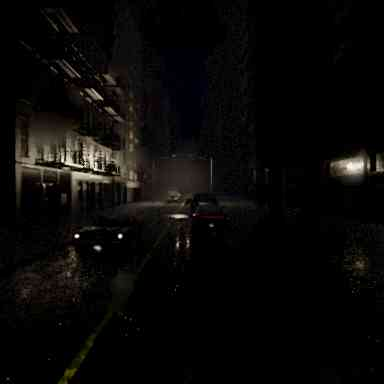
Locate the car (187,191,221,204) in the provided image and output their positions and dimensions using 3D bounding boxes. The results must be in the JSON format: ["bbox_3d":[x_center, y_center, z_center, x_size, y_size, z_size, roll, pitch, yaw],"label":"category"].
[{"bbox_3d":[0.913,1.088,27.929,2.150,2.045,5.566,0,0,0],"label":"car"}]

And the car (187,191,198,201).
[{"bbox_3d":[0.030,0.811,69.011,2.150,2.045,5.566,0,0,0],"label":"car"}]

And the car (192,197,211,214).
[{"bbox_3d":[0.916,1.342,33.901,1.837,1.490,4.892,0,0,0],"label":"car"}]

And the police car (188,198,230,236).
[{"bbox_3d":[0.907,1.335,18.010,1.930,1.638,5.238,0,0,0],"label":"police car"}]

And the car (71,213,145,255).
[{"bbox_3d":[-3.097,1.534,13.177,1.895,1.301,4.718,0,0,0],"label":"car"}]

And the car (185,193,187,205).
[{"bbox_3d":[0.023,1.119,51.814,2.097,1.767,4.553,0,0,0],"label":"car"}]

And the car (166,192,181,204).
[{"bbox_3d":[-3.033,0.974,55.486,2.150,2.045,5.566,0,0,1],"label":"car"}]
